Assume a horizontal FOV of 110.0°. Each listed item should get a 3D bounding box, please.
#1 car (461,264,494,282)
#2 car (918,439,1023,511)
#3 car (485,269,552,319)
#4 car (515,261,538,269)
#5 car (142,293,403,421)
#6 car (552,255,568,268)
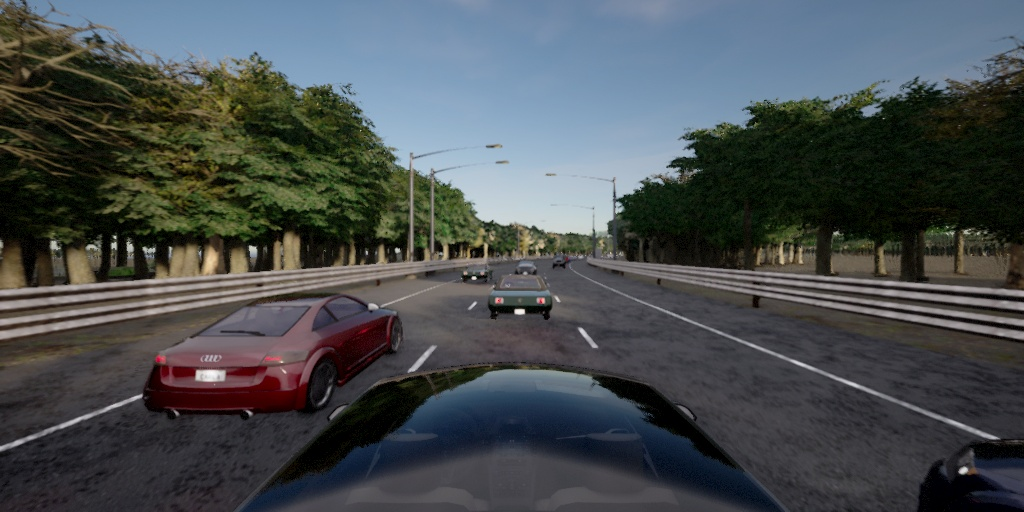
[{"bbox_3d":[-2.509,1.238,27.322,1.895,1.301,4.718,0,0,4],"label":"car"},{"bbox_3d":[3.519,1.322,0.439,1.994,1.385,4.181,0,0,0],"label":"car"},{"bbox_3d":[0.294,1.305,12.540,1.895,1.301,4.718,0,0,2],"label":"car"},{"bbox_3d":[1.193,1.154,30.196,1.812,1.442,4.674,0,0,4],"label":"car"},{"bbox_3d":[-3.330,1.293,5.997,1.994,1.385,4.181,0,0,1],"label":"car"},{"bbox_3d":[7.180,1.022,54.811,1.837,1.490,4.892,0,0,8],"label":"car"}]
